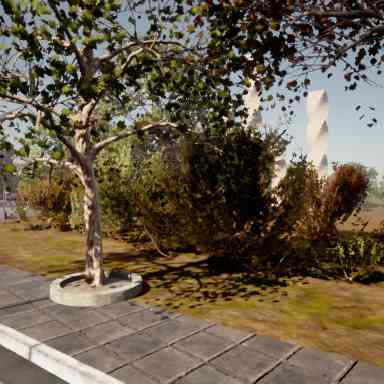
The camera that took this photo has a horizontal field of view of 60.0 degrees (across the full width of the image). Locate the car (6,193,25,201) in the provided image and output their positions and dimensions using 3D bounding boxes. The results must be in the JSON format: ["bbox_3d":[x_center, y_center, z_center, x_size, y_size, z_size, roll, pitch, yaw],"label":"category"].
[{"bbox_3d":[-29.346,0.939,56.409,2.033,1.411,5.357,1,-2,2],"label":"car"}]
